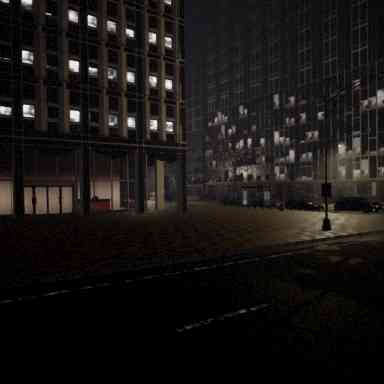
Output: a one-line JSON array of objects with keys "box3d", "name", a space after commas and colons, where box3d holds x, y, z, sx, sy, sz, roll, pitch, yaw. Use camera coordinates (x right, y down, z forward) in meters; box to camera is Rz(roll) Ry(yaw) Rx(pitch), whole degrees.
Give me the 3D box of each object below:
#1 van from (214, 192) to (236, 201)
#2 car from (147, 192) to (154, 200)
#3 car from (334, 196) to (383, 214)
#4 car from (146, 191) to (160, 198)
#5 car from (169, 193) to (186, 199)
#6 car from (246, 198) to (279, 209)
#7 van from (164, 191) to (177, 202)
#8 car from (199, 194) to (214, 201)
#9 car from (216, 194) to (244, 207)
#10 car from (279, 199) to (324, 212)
[{"box3d": [6.300, 0.853, 59.797, 1.690, 1.788, 3.998, -1, 1, -34], "name": "van"}, {"box3d": [-10.260, 1.038, 69.113, 2.008, 1.369, 4.403, 0, 1, -34], "name": "car"}, {"box3d": [16.963, 1.208, 33.958, 2.097, 1.767, 4.553, -1, 1, -33], "name": "car"}, {"box3d": [-9.787, 0.684, 83.224, 1.967, 1.590, 4.097, 0, 1, -34], "name": "car"}, {"box3d": [-3.351, 0.934, 73.856, 1.802, 1.307, 4.206, 0, 1, -34], "name": "car"}, {"box3d": [8.951, 1.386, 40.941, 1.802, 1.307, 4.206, -1, 1, -34], "name": "car"}, {"box3d": [-3.825, 0.936, 59.740, 1.690, 1.788, 3.998, 0, 1, -34], "name": "van"}, {"box3d": [3.083, 1.041, 64.485, 1.802, 1.307, 4.206, -1, 1, -34], "name": "car"}, {"box3d": [5.782, 1.318, 45.658, 1.947, 1.339, 4.313, -1, 1, -34], "name": "car"}, {"box3d": [12.155, 1.422, 36.243, 1.947, 1.339, 4.313, -1, 1, -34], "name": "car"}]
